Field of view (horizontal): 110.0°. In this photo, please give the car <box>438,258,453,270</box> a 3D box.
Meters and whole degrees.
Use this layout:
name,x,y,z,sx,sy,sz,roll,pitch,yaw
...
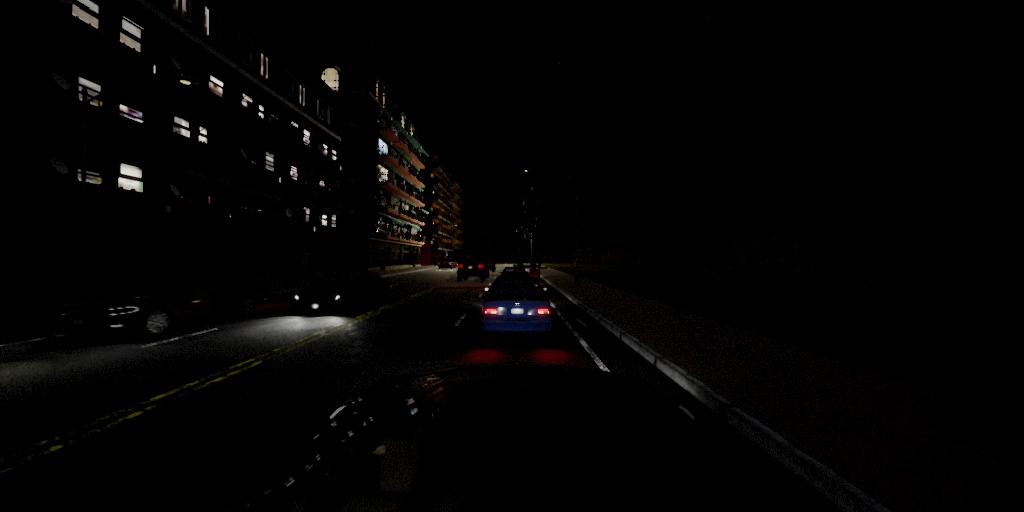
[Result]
name,x,y,z,sx,sy,sz,roll,pitch,yaw
car,-9.741,1.102,53.833,2.097,1.767,4.553,0,0,0

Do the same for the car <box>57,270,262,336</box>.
name,x,y,z,sx,sy,sz,roll,pitch,yaw
car,-9.833,1.229,10.635,1.882,1.535,5.008,0,0,0

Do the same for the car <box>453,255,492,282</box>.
name,x,y,z,sx,sy,sz,roll,pitch,yaw
car,-3.099,0.971,29.339,2.150,2.045,5.566,0,0,0

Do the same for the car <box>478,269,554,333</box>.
name,x,y,z,sx,sy,sz,roll,pitch,yaw
car,0.118,1.299,10.633,2.033,1.411,5.357,0,0,0

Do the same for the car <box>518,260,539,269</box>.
name,x,y,z,sx,sy,sz,roll,pitch,yaw
car,1.191,1.103,29.900,2.097,1.767,4.553,0,0,0

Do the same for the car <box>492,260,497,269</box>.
name,x,y,z,sx,sy,sz,roll,pitch,yaw
car,-3.064,1.243,45.816,2.128,1.511,4.902,0,0,0

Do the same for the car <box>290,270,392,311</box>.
name,x,y,z,sx,sy,sz,roll,pitch,yaw
car,-6.579,1.299,14.641,2.033,1.411,5.357,0,0,0

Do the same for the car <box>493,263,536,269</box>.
name,x,y,z,sx,sy,sz,roll,pitch,yaw
car,0.130,1.316,20.966,1.994,1.385,4.181,0,0,1
